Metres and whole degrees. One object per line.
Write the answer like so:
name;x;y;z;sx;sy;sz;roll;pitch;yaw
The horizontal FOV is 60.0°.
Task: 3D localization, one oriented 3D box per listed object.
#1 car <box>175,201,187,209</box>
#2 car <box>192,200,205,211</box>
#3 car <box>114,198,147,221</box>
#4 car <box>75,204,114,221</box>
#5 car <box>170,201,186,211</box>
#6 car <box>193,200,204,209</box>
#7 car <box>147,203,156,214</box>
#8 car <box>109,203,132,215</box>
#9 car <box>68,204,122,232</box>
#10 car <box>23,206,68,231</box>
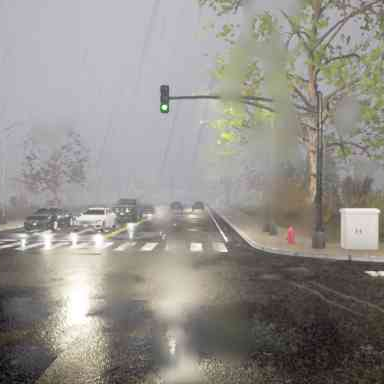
car;-2.055;2.411;61.747;1.895;1.301;4.718;0;-1;1
car;0.947;2.184;51.226;1.837;1.490;4.892;0;-1;1
car;-6.100;1.613;31.989;2.150;2.045;5.566;0;-1;1
car;-9.337;1.934;32.394;2.033;1.411;5.357;0;-1;2
car;-2.302;2.148;51.304;1.882;1.535;5.008;0;-1;1
car;1.194;2.324;61.642;1.837;1.490;4.892;0;-1;1
car;-5.824;2.112;43.188;1.994;1.385;4.181;0;-1;2
car;-9.093;2.097;42.818;1.994;1.385;4.181;0;-1;2
car;-6.333;1.779;22.287;1.812;1.442;4.674;0;-1;2
car;-9.601;1.753;22.656;1.837;1.490;4.892;0;-1;-1
